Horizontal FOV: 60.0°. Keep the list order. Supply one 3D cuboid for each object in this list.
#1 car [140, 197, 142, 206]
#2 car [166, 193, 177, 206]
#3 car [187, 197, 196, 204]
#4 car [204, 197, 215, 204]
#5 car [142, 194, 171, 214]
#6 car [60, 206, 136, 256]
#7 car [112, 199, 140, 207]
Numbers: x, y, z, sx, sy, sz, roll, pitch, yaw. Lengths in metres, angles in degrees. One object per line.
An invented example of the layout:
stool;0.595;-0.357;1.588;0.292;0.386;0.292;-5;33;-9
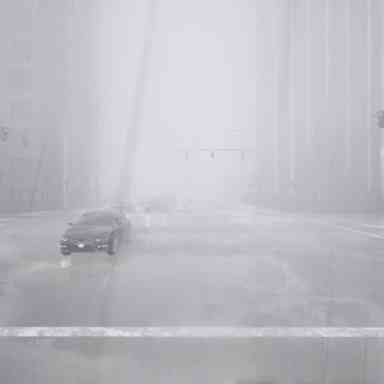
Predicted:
car;-7.158;1.472;50.687;1.882;1.535;5.008;0;0;0
car;-3.655;1.214;54.808;2.150;2.045;5.566;0;0;0
car;-0.088;1.594;65.584;1.895;1.301;4.718;0;0;0
car;3.413;1.594;65.049;1.895;1.301;4.718;0;0;0
car;-3.645;1.348;34.939;2.097;1.767;4.553;0;0;0
car;-3.617;1.504;13.268;1.837;1.490;4.892;0;0;0
car;-7.334;1.561;35.834;1.994;1.385;4.181;0;0;3
